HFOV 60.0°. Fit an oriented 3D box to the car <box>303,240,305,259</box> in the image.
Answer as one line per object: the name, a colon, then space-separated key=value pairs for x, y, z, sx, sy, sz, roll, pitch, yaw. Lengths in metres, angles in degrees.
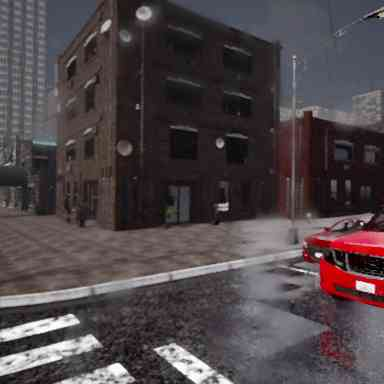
car: x=5.331 y=1.480 z=10.436 sx=4.507 sy=1.381 sz=1.887 roll=0 pitch=1 yaw=-35

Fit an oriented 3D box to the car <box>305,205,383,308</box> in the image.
car: x=5.063 y=1.171 z=6.996 sx=5.566 sy=2.045 sz=2.150 roll=0 pitch=0 yaw=-35
